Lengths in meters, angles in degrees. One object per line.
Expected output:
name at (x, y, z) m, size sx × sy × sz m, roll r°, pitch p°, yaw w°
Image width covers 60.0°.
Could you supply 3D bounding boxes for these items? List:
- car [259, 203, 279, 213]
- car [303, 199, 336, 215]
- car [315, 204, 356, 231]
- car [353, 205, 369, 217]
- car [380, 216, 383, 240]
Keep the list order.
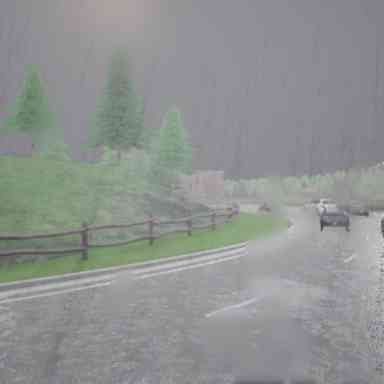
car at (11.290, 2.350, 48.898) m, size 1.812 × 1.442 × 4.674 m, roll 0°, pitch -1°, yaw -8°
car at (15.803, 1.892, 41.230) m, size 2.150 × 2.045 × 5.566 m, roll 0°, pitch -1°, yaw -5°
car at (10.175, 1.878, 23.956) m, size 2.128 × 1.511 × 4.902 m, roll 0°, pitch -1°, yaw 21°
car at (19.241, 2.195, 39.943) m, size 1.994 × 1.385 × 4.181 m, roll 0°, pitch -1°, yaw -4°
car at (11.391, 1.753, 18.026) m, size 1.882 × 1.535 × 5.008 m, roll 0°, pitch -1°, yaw 28°
